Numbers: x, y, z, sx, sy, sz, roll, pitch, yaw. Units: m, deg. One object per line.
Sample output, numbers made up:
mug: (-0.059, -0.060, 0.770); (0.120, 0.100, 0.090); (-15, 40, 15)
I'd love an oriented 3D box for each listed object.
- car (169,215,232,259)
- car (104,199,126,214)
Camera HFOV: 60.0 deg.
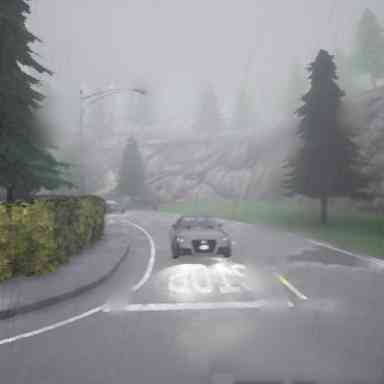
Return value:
car: (0.167, 1.570, 12.567); (1.994, 1.385, 4.181); (0, 0, -7)
car: (-9.024, 1.536, 36.081); (1.812, 1.442, 4.674); (0, 0, -43)
